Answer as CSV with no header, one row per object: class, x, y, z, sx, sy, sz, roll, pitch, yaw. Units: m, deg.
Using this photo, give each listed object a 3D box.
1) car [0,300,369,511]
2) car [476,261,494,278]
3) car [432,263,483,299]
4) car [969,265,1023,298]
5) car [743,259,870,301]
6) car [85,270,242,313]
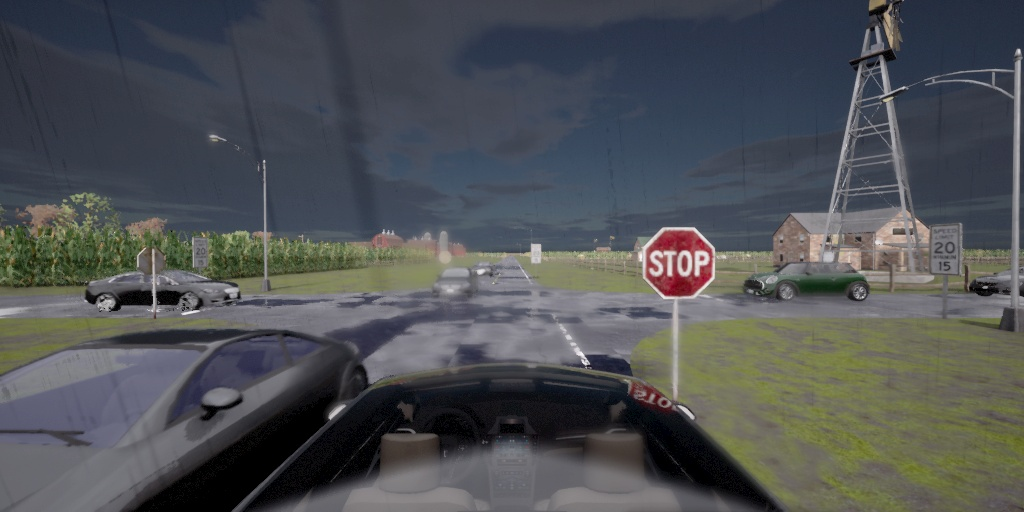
car,-2.749,1.314,2.728,1.994,1.385,4.181,0,0,0
car,-2.703,1.225,33.996,2.128,1.511,4.902,0,0,0
car,-2.724,1.274,18.143,1.812,1.442,4.674,0,0,0
car,23.463,1.144,15.856,4.892,1.490,1.837,0,1,2
car,13.085,1.027,16.179,4.553,1.767,2.097,0,1,2
car,-13.364,1.296,13.934,4.902,1.511,2.128,0,1,-3
